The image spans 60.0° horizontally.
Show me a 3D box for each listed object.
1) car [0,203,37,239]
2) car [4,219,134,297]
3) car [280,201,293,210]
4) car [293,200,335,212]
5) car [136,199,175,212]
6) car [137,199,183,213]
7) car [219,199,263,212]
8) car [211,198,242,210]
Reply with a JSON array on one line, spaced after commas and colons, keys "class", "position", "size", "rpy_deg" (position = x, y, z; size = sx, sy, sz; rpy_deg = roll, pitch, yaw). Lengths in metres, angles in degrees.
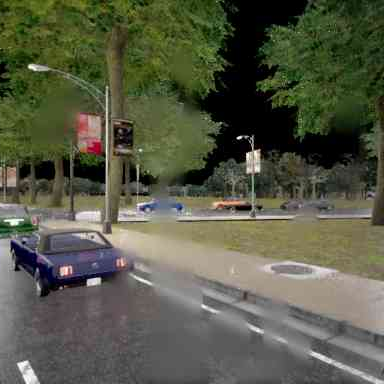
[{"class": "car", "position": [-8.879, 1.352, 15.901], "size": [2.097, 1.767, 4.553], "rpy_deg": [0, 0, -37]}, {"class": "car", "position": [-3.416, 1.601, 8.762], "size": [1.895, 1.301, 4.718], "rpy_deg": [0, 0, -38]}, {"class": "car", "position": [14.435, 1.812, 46.307], "size": [4.181, 1.385, 1.994], "rpy_deg": [0, 0, -14]}, {"class": "car", "position": [16.234, 1.746, 43.407], "size": [4.902, 1.511, 2.128], "rpy_deg": [0, 0, -14]}, {"class": "car", "position": [-4.551, 1.659, 41.528], "size": [4.674, 1.442, 1.812], "rpy_deg": [0, 0, -16]}, {"class": "car", "position": [-3.584, 1.612, 38.428], "size": [5.008, 1.535, 1.882], "rpy_deg": [0, 0, -13]}, {"class": "car", "position": [6.179, 1.792, 40.886], "size": [4.718, 1.301, 1.895], "rpy_deg": [0, 0, -14]}, {"class": "car", "position": [4.769, 1.539, 43.882], "size": [4.553, 1.767, 2.097], "rpy_deg": [0, 0, -14]}]
